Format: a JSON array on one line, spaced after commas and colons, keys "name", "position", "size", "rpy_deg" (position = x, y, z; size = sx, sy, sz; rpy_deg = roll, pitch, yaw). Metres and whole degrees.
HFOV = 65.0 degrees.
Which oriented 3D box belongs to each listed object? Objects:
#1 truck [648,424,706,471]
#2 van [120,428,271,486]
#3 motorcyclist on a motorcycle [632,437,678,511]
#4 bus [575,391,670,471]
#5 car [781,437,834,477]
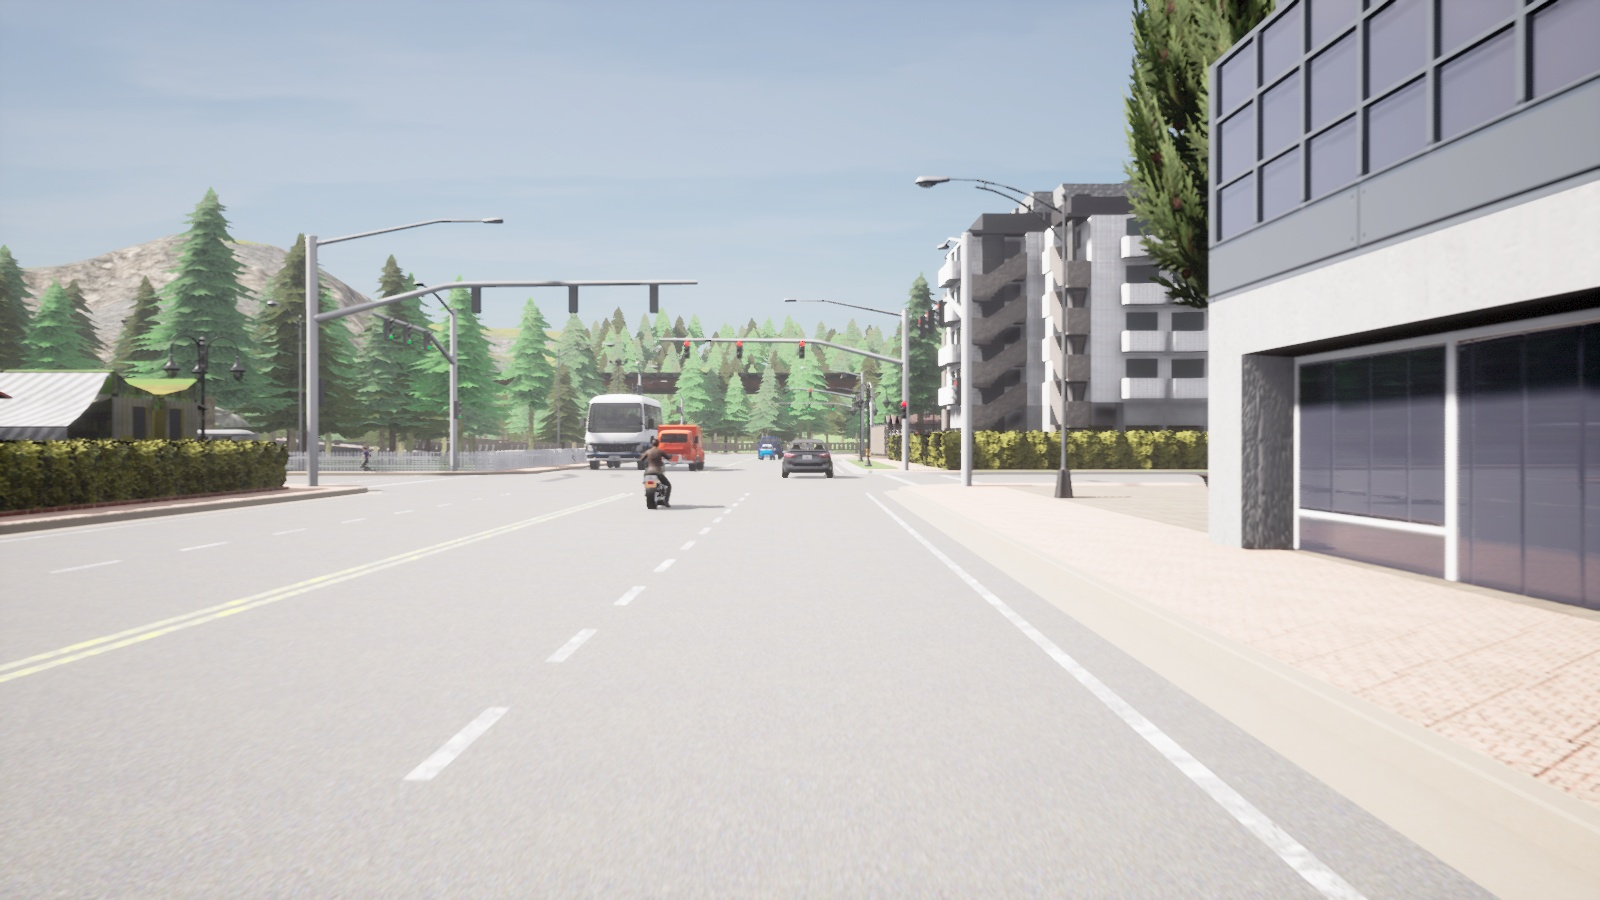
[{"name": "truck", "position": [-6.598, -0.129, 68.063], "size": [2.627, 2.467, 5.204], "rpy_deg": [0, 0, 0]}, {"name": "van", "position": [-21.184, 0.234, 44.102], "size": [4.442, 1.987, 1.775], "rpy_deg": [0, 0, -1]}, {"name": "motorcyclist on a motorcycle", "position": [-3.320, 0.531, 28.951], "size": [0.766, 1.649, 2.350], "rpy_deg": [0, 0, 0]}, {"name": "bus", "position": [-10.072, -1.047, 72.586], "size": [3.944, 4.253, 10.273], "rpy_deg": [0, 0, 0]}, {"name": "car", "position": [0.329, 0.280, 55.225], "size": [2.242, 1.667, 4.611], "rpy_deg": [0, 0, 0]}]
